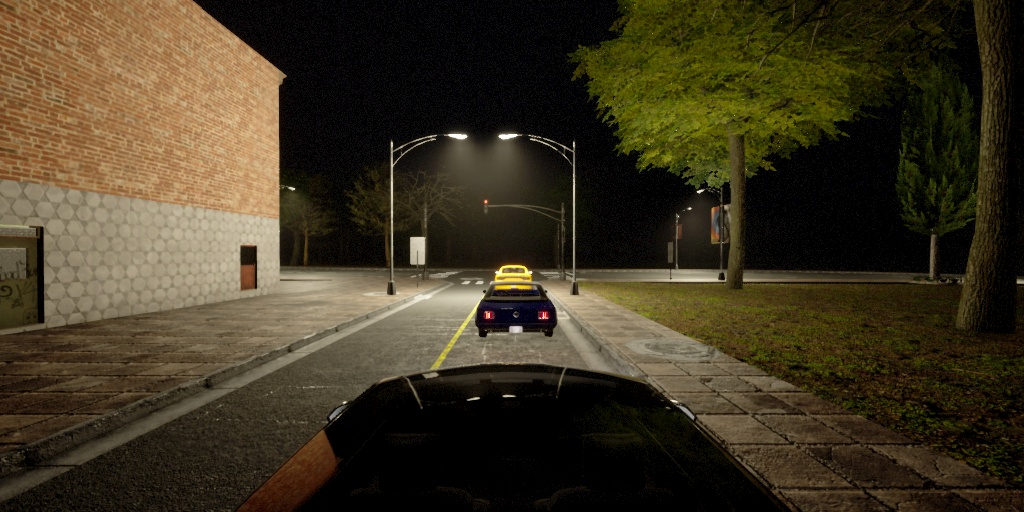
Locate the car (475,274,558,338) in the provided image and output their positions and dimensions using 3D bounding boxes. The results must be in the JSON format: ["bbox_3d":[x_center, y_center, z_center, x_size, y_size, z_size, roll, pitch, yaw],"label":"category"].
[{"bbox_3d":[0.093,1.356,10.230,1.895,1.301,4.718,0,0,0],"label":"car"}]

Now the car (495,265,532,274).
[{"bbox_3d":[0.089,1.255,19.574,1.882,1.535,5.008,0,0,1],"label":"car"}]
